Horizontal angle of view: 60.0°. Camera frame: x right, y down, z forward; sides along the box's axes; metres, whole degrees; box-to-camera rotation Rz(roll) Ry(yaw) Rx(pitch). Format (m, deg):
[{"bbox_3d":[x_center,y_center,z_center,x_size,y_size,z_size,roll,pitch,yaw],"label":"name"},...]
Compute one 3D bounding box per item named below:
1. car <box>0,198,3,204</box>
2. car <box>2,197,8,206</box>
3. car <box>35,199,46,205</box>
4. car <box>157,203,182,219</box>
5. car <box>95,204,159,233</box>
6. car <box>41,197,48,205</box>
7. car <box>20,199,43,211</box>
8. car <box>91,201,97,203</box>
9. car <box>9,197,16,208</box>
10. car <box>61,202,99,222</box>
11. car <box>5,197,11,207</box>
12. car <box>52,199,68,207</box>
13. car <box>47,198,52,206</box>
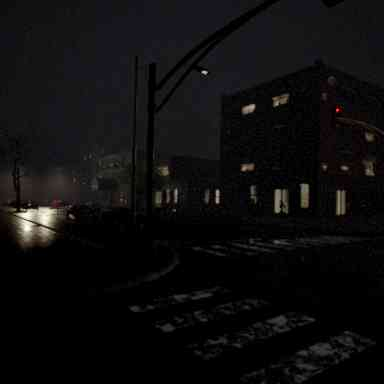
[{"bbox_3d":[-39.099,1.975,70.674,2.192,1.841,5.009,1,-1,-35],"label":"car"},{"bbox_3d":[-35.930,2.176,66.136,1.947,1.339,4.313,1,-1,-35],"label":"car"},{"bbox_3d":[-38.670,2.491,84.677,1.752,1.417,4.829,1,-1,-35],"label":"car"},{"bbox_3d":[-2.793,1.848,33.588,1.967,1.590,4.097,1,-1,-35],"label":"car"},{"bbox_3d":[-4.085,1.658,20.360,1.887,1.381,4.507,1,-1,-35],"label":"car"},{"bbox_3d":[-35.400,2.228,80.006,2.192,1.841,5.009,1,-1,-35],"label":"car"},{"bbox_3d":[-23.376,1.935,48.075,1.752,1.417,4.829,1,-1,-35],"label":"car"},{"bbox_3d":[-15.479,2.126,51.627,1.752,1.417,4.829,1,-1,-35],"label":"car"},{"bbox_3d":[-29.771,2.057,57.314,1.887,1.381,4.507,1,-1,-35],"label":"car"},{"bbox_3d":[-9.243,1.772,27.736,1.802,1.307,4.206,1,-1,-35],"label":"car"},{"bbox_3d":[-32.760,2.125,61.601,1.947,1.339,4.313,1,-1,-35],"label":"car"},{"bbox_3d":[-25.891,2.202,66.400,1.967,1.590,4.097,1,-1,-35],"label":"car"},{"bbox_3d":[-29.062,2.394,70.933,1.802,1.307,4.206,1,-1,-35],"label":"car"}]
